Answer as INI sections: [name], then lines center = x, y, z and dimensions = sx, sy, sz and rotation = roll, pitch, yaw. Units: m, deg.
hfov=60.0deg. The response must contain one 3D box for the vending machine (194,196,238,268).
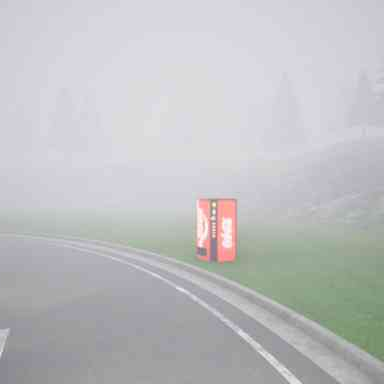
[vending machine]
center = 0.763, 1.195, 10.546
dimensions = 1.100, 2.100, 0.880
rotation = 0, 0, -33
